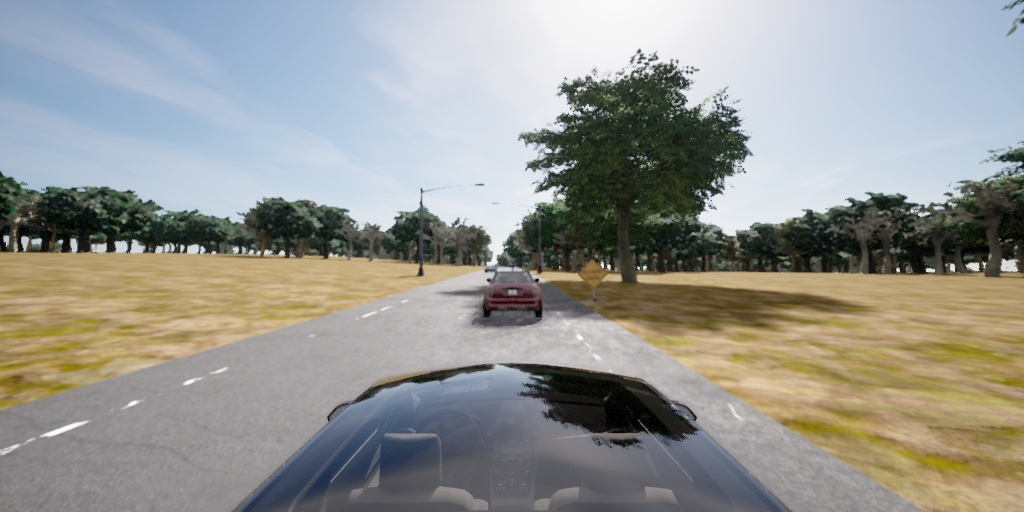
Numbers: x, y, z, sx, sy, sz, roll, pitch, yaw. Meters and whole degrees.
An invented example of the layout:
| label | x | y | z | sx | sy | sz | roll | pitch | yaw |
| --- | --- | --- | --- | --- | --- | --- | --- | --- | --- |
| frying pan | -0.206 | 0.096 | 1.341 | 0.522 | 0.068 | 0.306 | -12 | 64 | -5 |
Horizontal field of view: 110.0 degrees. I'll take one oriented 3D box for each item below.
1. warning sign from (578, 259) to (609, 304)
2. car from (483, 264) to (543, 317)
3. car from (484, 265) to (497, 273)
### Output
| label | x | y | z | sx | sy | sz | roll | pitch | yaw |
| --- | --- | --- | --- | --- | --- | --- | --- | --- | --- |
| warning sign | 3.546 | 1.057 | 15.406 | 1.300 | 1.860 | 1.060 | 0 | 0 | 0 |
| car | 0.041 | 1.276 | 14.233 | 2.097 | 1.767 | 4.553 | 0 | -1 | 0 |
| car | -3.566 | 2.142 | 60.105 | 1.994 | 1.385 | 4.181 | 0 | -1 | 0 |
